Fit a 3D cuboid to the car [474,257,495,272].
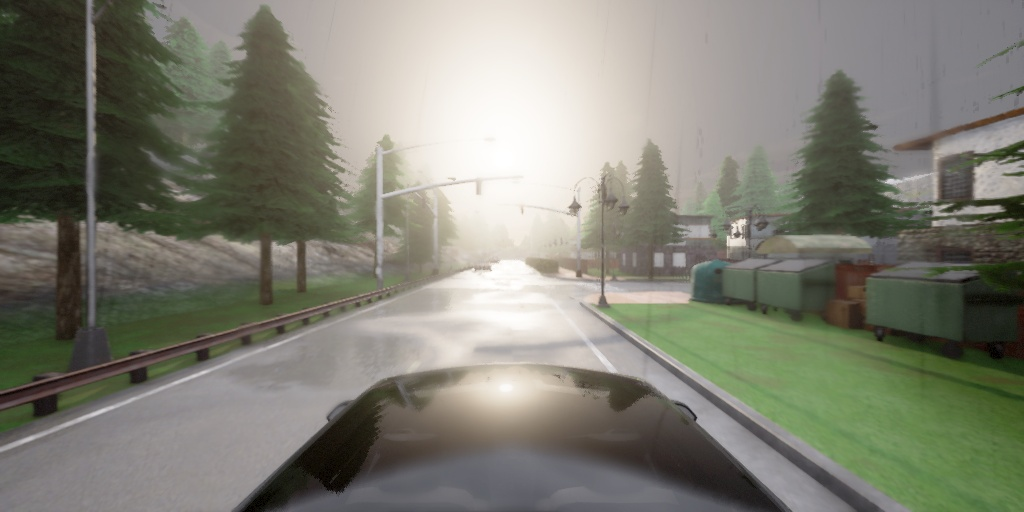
[{"bbox_3d":[-3.496,1.219,44.087,1.994,1.385,4.181,0,1,0],"label":"car"}]
